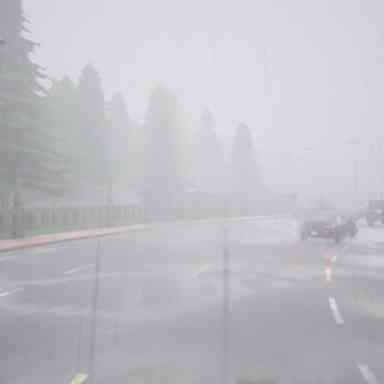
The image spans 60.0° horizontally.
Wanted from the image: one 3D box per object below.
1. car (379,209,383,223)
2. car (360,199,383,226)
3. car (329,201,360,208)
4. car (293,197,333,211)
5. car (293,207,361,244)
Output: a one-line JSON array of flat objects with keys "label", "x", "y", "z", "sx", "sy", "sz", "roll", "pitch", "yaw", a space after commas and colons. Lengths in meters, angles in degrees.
[{"label": "car", "x": 11.484, "y": 1.744, "z": 17.005, "sx": 2.128, "sy": 1.511, "sz": 4.902, "roll": 0, "pitch": -1, "yaw": 42}, {"label": "car", "x": 15.522, "y": 1.595, "z": 26.145, "sx": 5.566, "sy": 2.045, "sz": 2.150, "roll": 1, "pitch": -1, "yaw": -45}, {"label": "car", "x": 14.607, "y": 1.851, "z": 30.328, "sx": 4.674, "sy": 1.442, "sz": 1.812, "roll": 1, "pitch": -1, "yaw": -44}, {"label": "car", "x": 12.139, "y": 1.548, "z": 32.811, "sx": 5.566, "sy": 2.045, "sz": 2.150, "roll": 1, "pitch": -1, "yaw": -44}, {"label": "car", "x": 7.087, "y": 1.748, "z": 17.189, "sx": 1.812, "sy": 1.442, "sz": 4.674, "roll": 0, "pitch": -1, "yaw": 39}]
